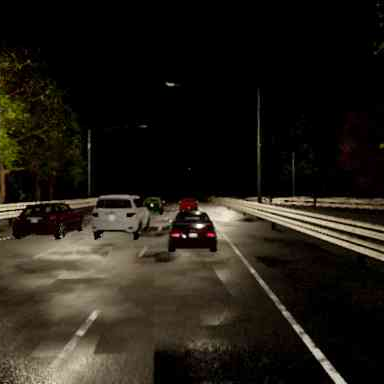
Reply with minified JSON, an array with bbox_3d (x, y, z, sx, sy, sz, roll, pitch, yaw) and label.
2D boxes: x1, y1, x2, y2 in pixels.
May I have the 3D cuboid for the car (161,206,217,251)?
[{"bbox_3d":[0.010,1.514,13.800,2.033,1.411,5.357,0,0,-1],"label":"car"}]

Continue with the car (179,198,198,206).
[{"bbox_3d":[-0.358,1.413,35.245,1.882,1.535,5.008,0,0,-1],"label":"car"}]

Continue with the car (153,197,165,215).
[{"bbox_3d":[-3.819,1.290,33.420,2.097,1.767,4.553,0,0,-1],"label":"car"}]

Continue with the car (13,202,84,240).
[{"bbox_3d":[-7.029,1.313,16.905,2.097,1.767,4.553,0,0,-1],"label":"car"}]

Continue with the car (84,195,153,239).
[{"bbox_3d":[-3.527,1.182,17.193,2.150,2.045,5.566,0,0,-1],"label":"car"}]

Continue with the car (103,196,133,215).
[{"bbox_3d":[-7.319,1.291,33.389,2.097,1.767,4.553,0,0,-1],"label":"car"}]
